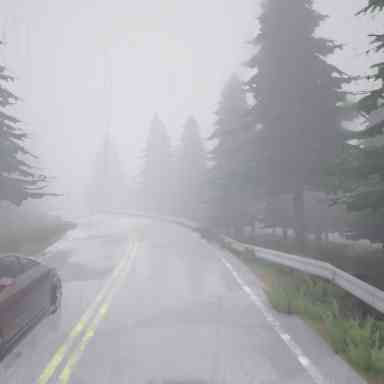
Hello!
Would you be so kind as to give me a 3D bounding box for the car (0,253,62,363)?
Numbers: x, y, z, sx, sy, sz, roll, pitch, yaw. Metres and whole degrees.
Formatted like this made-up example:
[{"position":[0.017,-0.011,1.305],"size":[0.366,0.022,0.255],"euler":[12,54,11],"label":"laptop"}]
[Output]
[{"position":[-3.472,1.688,4.983],"size":[1.994,1.385,4.181],"euler":[-2,0,-5],"label":"car"}]
